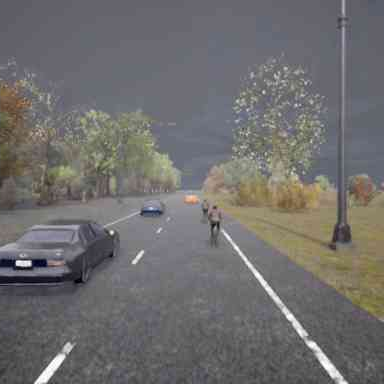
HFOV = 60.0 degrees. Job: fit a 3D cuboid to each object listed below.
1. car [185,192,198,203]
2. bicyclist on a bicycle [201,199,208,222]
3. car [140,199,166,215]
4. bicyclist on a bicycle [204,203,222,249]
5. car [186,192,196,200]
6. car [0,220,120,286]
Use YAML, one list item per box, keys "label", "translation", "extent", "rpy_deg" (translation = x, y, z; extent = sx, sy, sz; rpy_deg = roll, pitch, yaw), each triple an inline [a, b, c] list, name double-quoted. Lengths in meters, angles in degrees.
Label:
- label: "car"
  translation: [-0.079, 0.956, 57.309]
  extent: [2.097, 1.767, 4.553]
  rpy_deg: [0, 0, 0]
- label: "bicyclist on a bicycle"
  translation: [0.896, 1.297, 22.196]
  extent: [0.582, 1.620, 1.656]
  rpy_deg: [0, 0, 0]
- label: "car"
  translation: [-3.498, 1.353, 30.421]
  extent: [1.994, 1.385, 4.181]
  rpy_deg: [0, 0, 0]
- label: "bicyclist on a bicycle"
  translation: [0.925, 1.360, 13.195]
  extent: [0.582, 1.620, 1.656]
  rpy_deg: [0, 0, 0]
- label: "car"
  translation: [-0.230, 0.847, 73.914]
  extent: [2.097, 1.767, 4.553]
  rpy_deg: [0, 0, 0]
- label: "car"
  translation: [-3.431, 1.483, 9.294]
  extent: [2.033, 1.411, 5.357]
  rpy_deg: [0, 0, 0]
